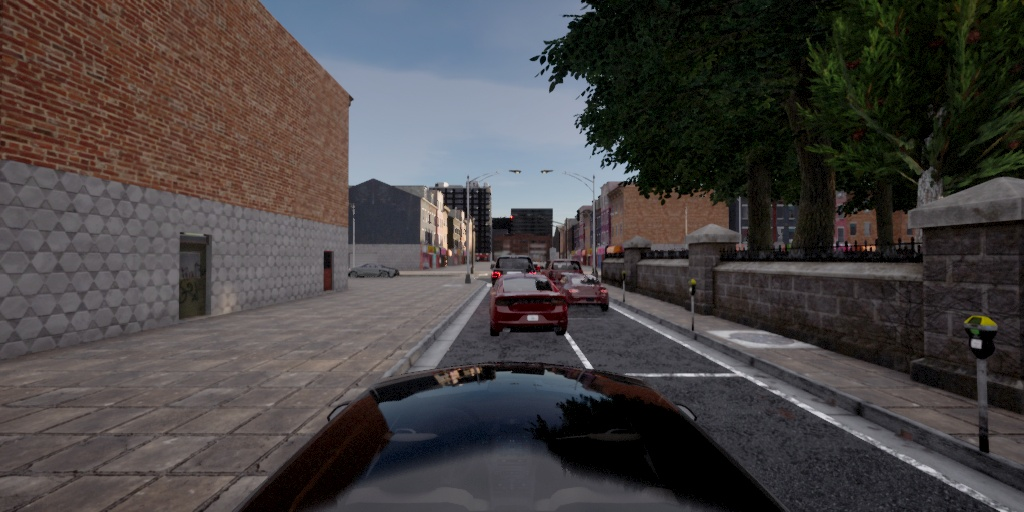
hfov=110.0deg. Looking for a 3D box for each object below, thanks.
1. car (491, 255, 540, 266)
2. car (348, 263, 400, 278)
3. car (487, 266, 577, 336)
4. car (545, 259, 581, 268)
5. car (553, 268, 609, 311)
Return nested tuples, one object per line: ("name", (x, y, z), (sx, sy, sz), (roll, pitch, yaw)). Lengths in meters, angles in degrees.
("car", (0.111, 0.978, 18.030), (2.150, 2.045, 5.566), (0, 0, 0))
("car", (-12.026, 1.302, 31.316), (4.181, 1.385, 1.994), (0, -1, 0))
("car", (0.290, 1.229, 10.467), (1.882, 1.535, 5.008), (0, 0, -4))
("car", (2.669, 1.073, 19.722), (2.192, 1.841, 5.009), (0, 0, 0))
("car", (2.660, 1.336, 14.273), (1.802, 1.307, 4.207), (0, 0, 0))
